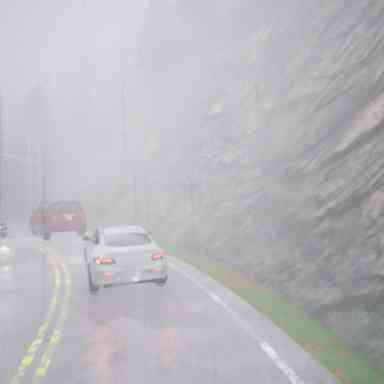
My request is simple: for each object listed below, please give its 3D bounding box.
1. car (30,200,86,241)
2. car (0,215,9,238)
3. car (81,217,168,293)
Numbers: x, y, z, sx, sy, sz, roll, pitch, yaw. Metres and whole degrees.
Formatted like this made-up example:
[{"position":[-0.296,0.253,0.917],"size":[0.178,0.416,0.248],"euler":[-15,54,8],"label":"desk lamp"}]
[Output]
[{"position":[-7.837,1.516,19.281],"size":[2.150,2.045,5.566],"euler":[-3,0,-35],"label":"car"},{"position":[-12.484,2.006,20.319],"size":[1.837,1.490,4.892],"euler":[-3,0,-35],"label":"car"},{"position":[-1.978,1.616,9.229],"size":[1.812,1.442,4.674],"euler":[-1,0,-19],"label":"car"}]
